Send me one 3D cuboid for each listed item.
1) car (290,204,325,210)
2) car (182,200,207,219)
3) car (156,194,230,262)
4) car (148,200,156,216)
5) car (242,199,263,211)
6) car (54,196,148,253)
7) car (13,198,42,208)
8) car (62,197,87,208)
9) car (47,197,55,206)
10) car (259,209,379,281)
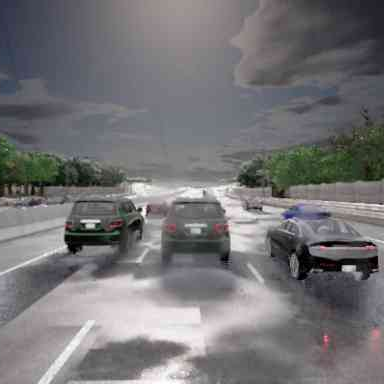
[{"bbox_3d":[7.068,1.483,20.838,1.882,1.535,5.008,0,0,1],"label":"car"},{"bbox_3d":[0.212,1.508,30.601,2.128,1.511,4.902,0,0,0],"label":"car"},{"bbox_3d":[0.122,1.221,12.302,2.150,2.045,5.566,0,0,0],"label":"car"},{"bbox_3d":[-3.277,1.496,32.183,1.882,1.535,5.008,0,0,0],"label":"car"},{"bbox_3d":[7.279,1.579,40.387,2.033,1.411,5.357,0,0,1],"label":"car"},{"bbox_3d":[-3.373,1.221,13.752,2.150,2.045,5.566,0,0,0],"label":"car"},{"bbox_3d":[-24.284,1.585,49.349,2.033,1.411,5.357,0,0,1],"label":"car"},{"bbox_3d":[-17.291,1.544,49.259,1.837,1.490,4.892,0,0,1],"label":"car"},{"bbox_3d":[-20.754,1.393,52.047,2.097,1.767,4.553,0,0,1],"label":"car"},{"bbox_3d":[3.515,1.490,9.856,2.128,1.511,4.902,0,0,0],"label":"car"}]
